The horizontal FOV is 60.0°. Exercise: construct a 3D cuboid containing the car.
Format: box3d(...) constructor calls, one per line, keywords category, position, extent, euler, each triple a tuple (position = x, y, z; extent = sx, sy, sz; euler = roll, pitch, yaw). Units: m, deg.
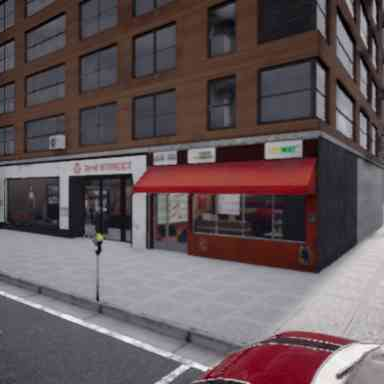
box3d(category="car", position=(1.666, 1.443, 1.622), extent=(4.097, 1.590, 1.967), euler=(0, 0, 35))
